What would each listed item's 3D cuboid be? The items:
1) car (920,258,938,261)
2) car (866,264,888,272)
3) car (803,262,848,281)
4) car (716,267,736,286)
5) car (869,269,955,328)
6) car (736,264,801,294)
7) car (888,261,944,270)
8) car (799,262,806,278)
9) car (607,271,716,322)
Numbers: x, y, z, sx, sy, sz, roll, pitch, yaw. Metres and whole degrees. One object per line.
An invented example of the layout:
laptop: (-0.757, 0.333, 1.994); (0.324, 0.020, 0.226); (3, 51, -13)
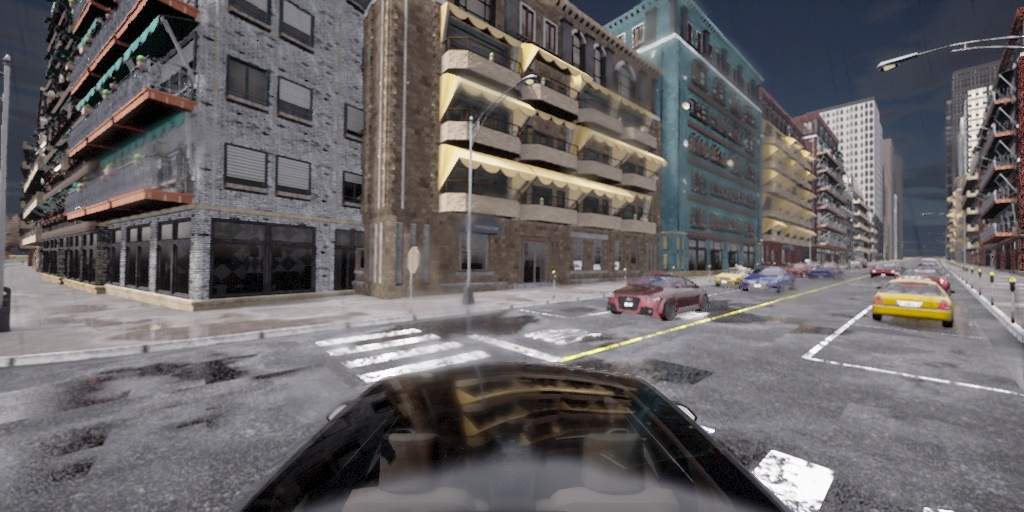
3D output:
car: (46.561, 1.328, 40.086); (4.097, 1.591, 1.967); (0, 0, -40)
car: (36.019, 1.474, 34.565); (4.718, 1.301, 1.895); (0, 0, -40)
car: (27.673, 1.466, 31.585); (4.718, 1.301, 1.895); (0, 0, -40)
car: (15.613, 1.368, 24.840); (4.829, 1.417, 1.751); (0, 0, -40)
car: (12.878, 1.313, 11.535); (4.829, 1.417, 1.751); (0, 0, -40)
car: (15.055, 1.352, 20.953); (4.674, 1.442, 1.812); (0, 0, -41)
car: (21.202, 1.256, 18.590); (4.097, 1.591, 1.967); (0, 0, -40)
car: (28.422, 1.426, 35.698); (4.507, 1.381, 1.888); (0, 0, -40)
car: (5.192, 1.357, 12.616); (4.181, 1.385, 1.994); (0, 0, -40)
